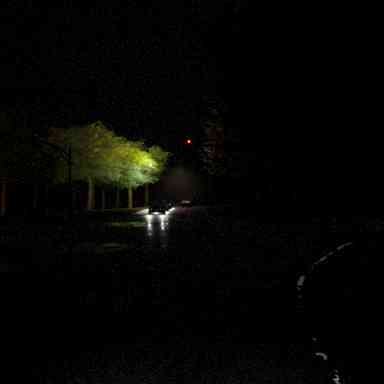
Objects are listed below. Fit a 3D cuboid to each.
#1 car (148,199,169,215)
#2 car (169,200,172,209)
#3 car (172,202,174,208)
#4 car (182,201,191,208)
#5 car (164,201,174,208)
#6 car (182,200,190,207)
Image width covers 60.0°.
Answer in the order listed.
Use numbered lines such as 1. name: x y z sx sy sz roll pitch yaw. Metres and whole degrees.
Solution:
1. car: -4.153 1.902 40.058 1.837 1.490 4.892 0 -1 -1
2. car: -4.353 2.079 49.051 1.812 1.442 4.674 0 -1 -1
3. car: -4.545 2.073 57.983 2.097 1.767 4.553 0 -1 -1
4. car: -1.102 2.569 68.406 1.895 1.301 4.718 0 -2 -2
5. car: -4.707 2.565 68.213 1.895 1.301 4.718 0 -2 -1
6. car: -1.473 2.824 80.614 1.882 1.535 5.008 0 -2 -1
